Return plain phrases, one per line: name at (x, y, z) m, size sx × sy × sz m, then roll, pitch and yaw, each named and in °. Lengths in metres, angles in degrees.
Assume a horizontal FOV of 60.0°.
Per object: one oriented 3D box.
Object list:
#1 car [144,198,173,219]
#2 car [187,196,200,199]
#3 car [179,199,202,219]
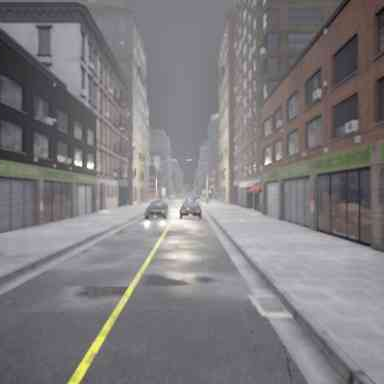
car at (-2.928, 1.537, 28.857) m, size 2.033 × 1.411 × 5.357 m, roll 0°, pitch 0°, yaw 0°
car at (-0.208, 1.541, 43.422) m, size 2.033 × 1.411 × 5.357 m, roll 0°, pitch 0°, yaw 0°
car at (-0.109, 1.586, 28.968) m, size 1.895 × 1.301 × 4.718 m, roll 0°, pitch 0°, yaw 0°
